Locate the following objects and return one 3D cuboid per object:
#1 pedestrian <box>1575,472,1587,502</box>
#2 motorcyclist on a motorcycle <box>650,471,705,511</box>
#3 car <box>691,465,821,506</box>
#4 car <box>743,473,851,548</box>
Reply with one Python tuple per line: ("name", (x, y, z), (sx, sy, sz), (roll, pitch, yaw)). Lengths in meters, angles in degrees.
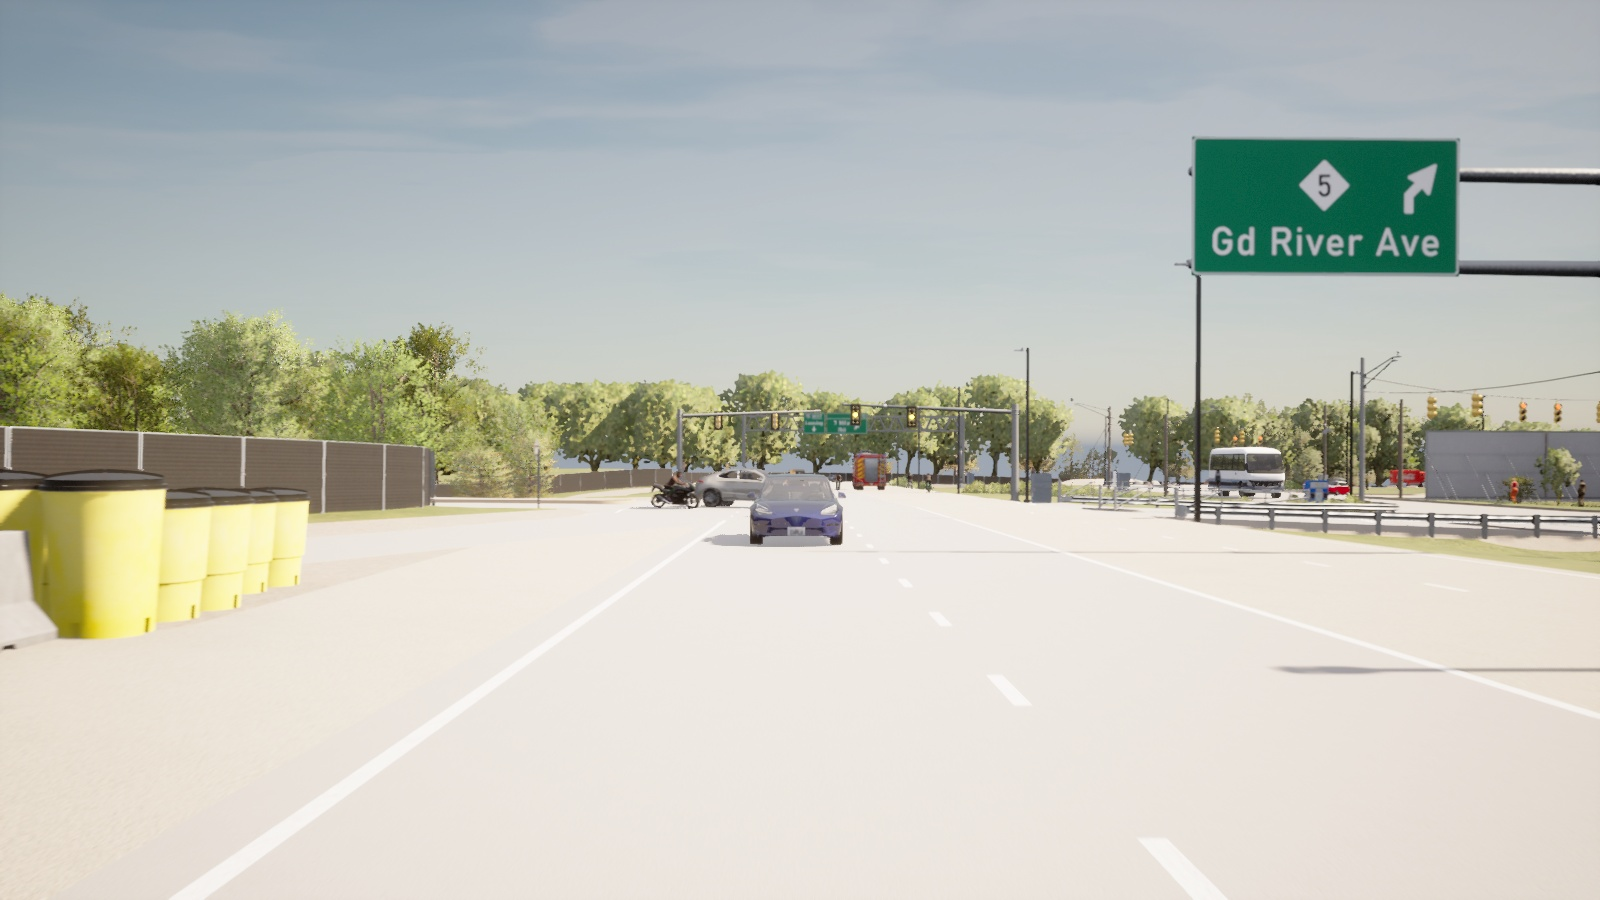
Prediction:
("pedestrian", (51.120, 2.396, 82.204), (0.396, 1.930, 0.692), (0, 0, -1))
("motorcyclist on a motorcycle", (-4.873, 1.627, 49.894), (2.044, 1.523, 0.797), (0, 0, 10))
("car", (-1.836, 1.461, 52.698), (5.027, 1.651, 2.152), (0, -1, 15))
("car", (-0.067, 1.268, 27.804), (2.163, 1.488, 4.792), (0, -1, 0))
